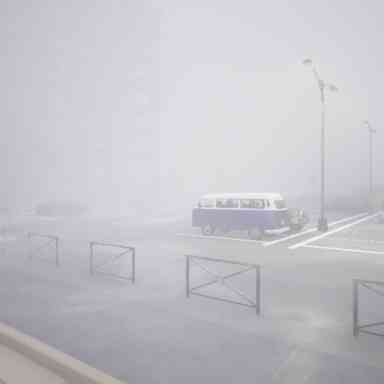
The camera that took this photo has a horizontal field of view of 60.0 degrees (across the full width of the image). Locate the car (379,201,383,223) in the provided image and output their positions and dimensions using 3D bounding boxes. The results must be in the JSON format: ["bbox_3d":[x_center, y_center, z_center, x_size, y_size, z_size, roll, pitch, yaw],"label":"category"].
[{"bbox_3d":[14.023,1.395,20.929,3.806,1.475,1.970,0,0,36],"label":"car"}]

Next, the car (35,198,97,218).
[{"bbox_3d":[-11.103,1.447,29.129,1.837,1.490,4.892,0,0,36],"label":"car"}]

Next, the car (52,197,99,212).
[{"bbox_3d":[-13.342,1.420,38.352,1.882,1.535,5.008,0,0,36],"label":"car"}]

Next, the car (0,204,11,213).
[{"bbox_3d":[-19.400,1.490,29.937,2.033,1.411,5.357,0,0,36],"label":"car"}]

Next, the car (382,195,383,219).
[{"bbox_3d":[17.273,1.153,25.464,4.605,1.855,1.932,0,0,36],"label":"car"}]

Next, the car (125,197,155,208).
[{"bbox_3d":[-7.266,1.433,46.784,2.128,1.511,4.902,0,0,36],"label":"car"}]
